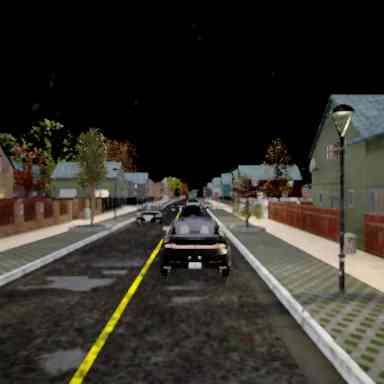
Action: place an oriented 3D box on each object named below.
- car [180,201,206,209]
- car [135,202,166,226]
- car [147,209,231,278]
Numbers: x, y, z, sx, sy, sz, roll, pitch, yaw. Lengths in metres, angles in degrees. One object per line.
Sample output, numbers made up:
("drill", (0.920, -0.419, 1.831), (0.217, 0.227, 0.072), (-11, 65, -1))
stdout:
("car", (0.087, 1.539, 26.982), (1.837, 1.490, 4.892), (0, -1, 0))
("car", (-2.842, 1.521, 24.001), (2.128, 1.511, 4.902), (0, 0, 0))
("car", (0.082, 1.500, 10.182), (2.128, 1.511, 4.902), (0, 0, 0))
